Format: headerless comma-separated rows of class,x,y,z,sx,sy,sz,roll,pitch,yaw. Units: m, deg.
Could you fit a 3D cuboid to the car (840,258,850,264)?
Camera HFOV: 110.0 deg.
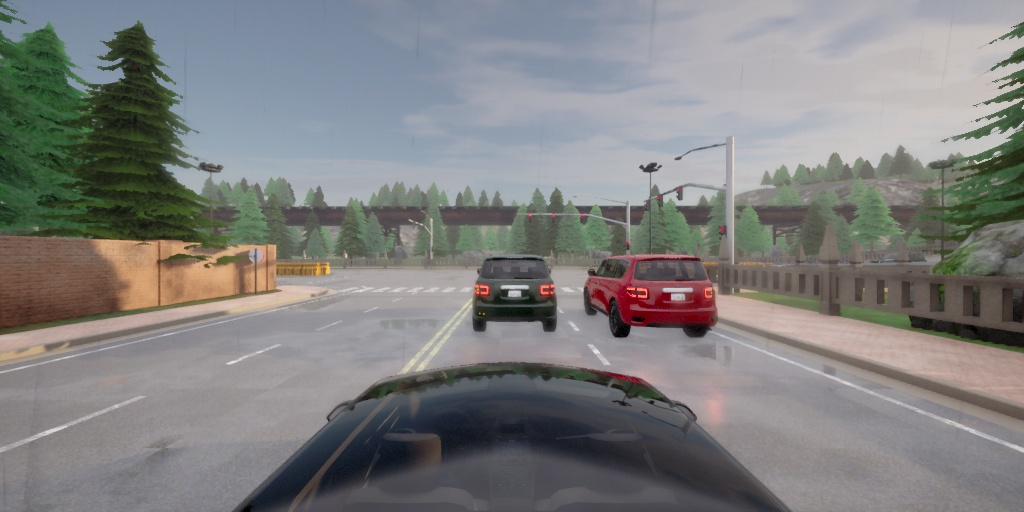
car,41.762,1.081,45.505,4.902,1.511,2.128,-2,0,0

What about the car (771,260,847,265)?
car,25.848,1.275,31.346,4.674,1.442,1.812,0,0,0

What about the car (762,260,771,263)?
car,31.383,1.297,45.541,5.357,1.411,2.033,0,0,0

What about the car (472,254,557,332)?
car,0.071,0.971,11.021,2.150,2.045,5.566,0,0,0

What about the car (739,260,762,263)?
car,25.834,1.241,42.051,4.902,1.511,2.128,0,0,0

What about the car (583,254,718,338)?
car,3.571,0.971,10.344,2.150,2.045,5.566,0,0,0

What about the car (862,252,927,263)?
car,45.143,0.669,42.006,5.566,2.045,2.150,-3,0,-1
